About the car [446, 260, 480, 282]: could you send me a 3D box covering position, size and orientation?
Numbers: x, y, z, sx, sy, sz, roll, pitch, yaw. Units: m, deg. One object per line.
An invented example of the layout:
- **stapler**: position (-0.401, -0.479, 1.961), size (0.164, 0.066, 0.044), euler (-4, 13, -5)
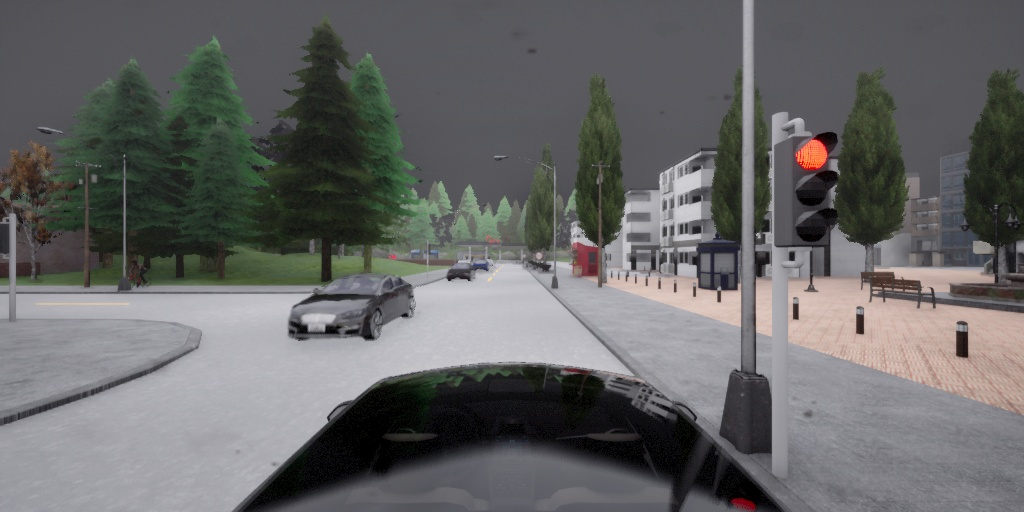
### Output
- **car**: position (-4.092, 1.297, 29.590), size (2.033, 1.411, 5.357), euler (0, 0, 0)

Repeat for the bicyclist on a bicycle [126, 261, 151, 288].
- **bicyclist on a bicycle**: position (-22.136, 1.099, 21.184), size (0.582, 1.620, 1.656), euler (0, 0, 0)

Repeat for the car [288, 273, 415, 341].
- **car**: position (-4.096, 1.241, 9.969), size (2.128, 1.511, 4.902), euler (0, 0, 0)

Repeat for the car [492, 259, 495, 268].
- **car**: position (-3.946, 1.283, 63.620), size (1.812, 1.442, 4.674), euler (0, 0, 0)

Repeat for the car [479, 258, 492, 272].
- **car**: position (-4.070, 1.228, 47.314), size (1.882, 1.535, 5.008), euler (0, 0, 0)
